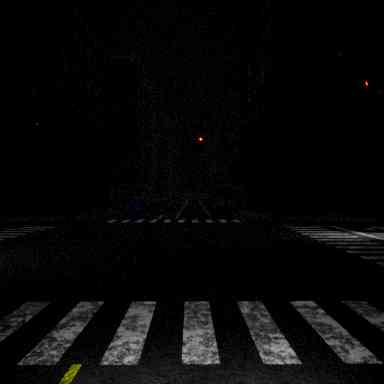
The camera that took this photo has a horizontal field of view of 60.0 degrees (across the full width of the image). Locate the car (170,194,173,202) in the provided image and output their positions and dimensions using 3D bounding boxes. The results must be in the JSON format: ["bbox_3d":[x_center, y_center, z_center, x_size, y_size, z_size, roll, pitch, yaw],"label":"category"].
[{"bbox_3d":[-5.502,1.567,67.404,1.947,1.339,4.313,0,0,0],"label":"car"}]

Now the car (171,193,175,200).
[{"bbox_3d":[-5.472,1.544,73.072,1.887,1.381,4.507,0,0,0],"label":"car"}]

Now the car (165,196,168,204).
[{"bbox_3d":[-5.563,1.569,56.068,1.947,1.339,4.313,0,0,0],"label":"car"}]

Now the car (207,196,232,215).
[{"bbox_3d":[2.842,1.442,33.352,1.967,1.590,4.097,0,0,0],"label":"car"}]

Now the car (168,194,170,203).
[{"bbox_3d":[-5.533,1.528,61.566,1.752,1.417,4.829,0,0,0],"label":"car"}]

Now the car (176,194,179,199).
[{"bbox_3d":[-5.381,1.307,90.078,2.192,1.841,5.009,0,0,0],"label":"car"}]

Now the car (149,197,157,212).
[{"bbox_3d":[-5.654,1.443,39.063,1.967,1.590,4.097,0,0,0],"label":"car"}]

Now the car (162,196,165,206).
[{"bbox_3d":[-5.593,1.585,50.400,1.802,1.307,4.206,0,0,0],"label":"car"}]

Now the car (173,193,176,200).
[{"bbox_3d":[-5.442,1.523,78.571,1.752,1.417,4.829,0,0,0],"label":"car"}]

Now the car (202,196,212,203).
[{"bbox_3d":[3.023,1.552,67.367,2.008,1.369,4.403,0,0,0],"label":"car"}]

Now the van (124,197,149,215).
[{"bbox_3d":[-5.684,1.343,33.395,1.690,1.788,3.998,0,0,0],"label":"van"}]

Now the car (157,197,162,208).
[{"bbox_3d":[-5.623,1.569,44.732,1.947,1.339,4.313,0,0,0],"label":"car"}]

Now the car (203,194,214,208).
[{"bbox_3d":[2.902,1.444,44.690,1.967,1.590,4.097,0,0,0],"label":"car"}]

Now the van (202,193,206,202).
[{"bbox_3d":[2.962,1.344,56.028,1.690,1.788,3.998,0,0,0],"label":"van"}]

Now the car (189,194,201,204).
[{"bbox_3d":[0.338,1.566,63.725,1.994,1.385,4.181,0,0,0],"label":"car"}]

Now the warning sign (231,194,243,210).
[{"bbox_3d":[5.275,1.118,39.333,1.300,1.860,1.060,0,0,0],"label":"warning sign"}]

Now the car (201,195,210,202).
[{"bbox_3d":[3.084,1.437,78.705,1.967,1.590,4.097,0,0,0],"label":"car"}]
